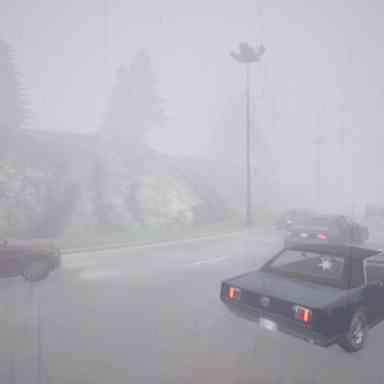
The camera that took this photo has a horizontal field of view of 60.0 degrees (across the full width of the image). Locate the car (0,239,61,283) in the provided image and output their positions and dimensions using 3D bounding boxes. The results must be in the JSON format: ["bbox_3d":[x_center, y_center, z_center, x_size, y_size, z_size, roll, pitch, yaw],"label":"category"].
[{"bbox_3d":[-5.782,1.611,8.359,4.674,1.442,1.812,0,0,-35],"label":"car"}]

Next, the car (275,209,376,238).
[{"bbox_3d":[5.762,1.634,13.939,2.033,1.411,5.357,-1,-1,42],"label":"car"}]

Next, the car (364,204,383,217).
[{"bbox_3d":[16.848,1.772,30.473,1.895,1.301,4.718,0,0,27],"label":"car"}]

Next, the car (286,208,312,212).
[{"bbox_3d":[6.870,1.698,20.846,1.994,1.385,4.181,0,0,38],"label":"car"}]

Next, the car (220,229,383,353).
[{"bbox_3d":[2.807,1.640,6.265,4.718,1.301,1.895,0,-1,-40],"label":"car"}]
